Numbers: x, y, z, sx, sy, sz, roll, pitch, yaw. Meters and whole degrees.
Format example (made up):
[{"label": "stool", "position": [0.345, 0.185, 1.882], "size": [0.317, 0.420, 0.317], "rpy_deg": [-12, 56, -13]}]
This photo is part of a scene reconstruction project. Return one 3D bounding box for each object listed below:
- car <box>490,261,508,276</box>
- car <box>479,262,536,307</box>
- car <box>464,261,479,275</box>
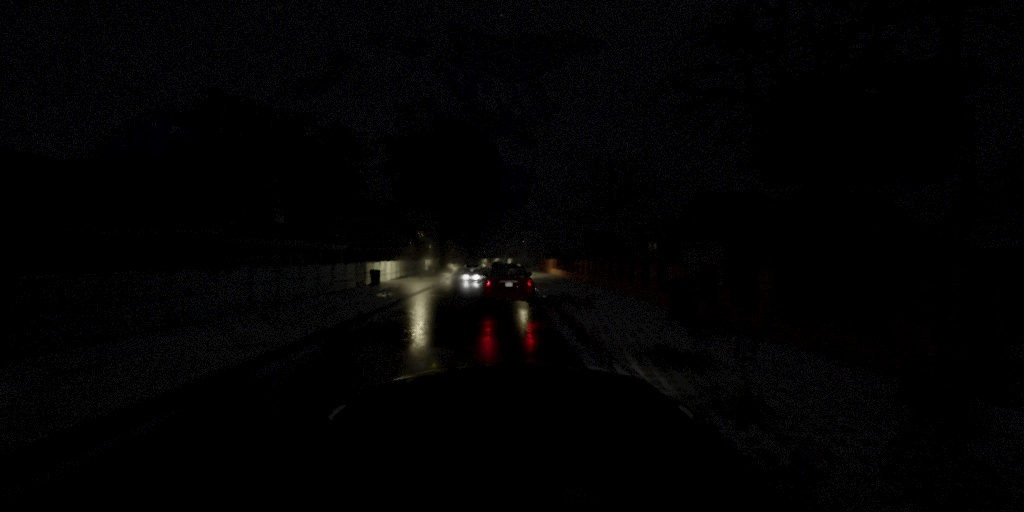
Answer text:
[{"label": "car", "position": [-1.458, 1.335, 38.730], "size": [1.812, 1.442, 4.674], "rpy_deg": [0, 0, -5]}, {"label": "car", "position": [-0.175, 1.120, 15.843], "size": [2.097, 1.767, 4.553], "rpy_deg": [0, 0, -2]}, {"label": "car", "position": [-4.511, 1.313, 41.192], "size": [2.128, 1.511, 4.902], "rpy_deg": [0, 0, -4]}]
